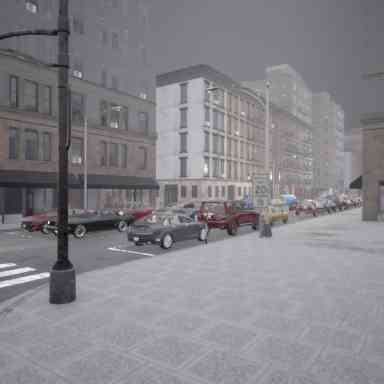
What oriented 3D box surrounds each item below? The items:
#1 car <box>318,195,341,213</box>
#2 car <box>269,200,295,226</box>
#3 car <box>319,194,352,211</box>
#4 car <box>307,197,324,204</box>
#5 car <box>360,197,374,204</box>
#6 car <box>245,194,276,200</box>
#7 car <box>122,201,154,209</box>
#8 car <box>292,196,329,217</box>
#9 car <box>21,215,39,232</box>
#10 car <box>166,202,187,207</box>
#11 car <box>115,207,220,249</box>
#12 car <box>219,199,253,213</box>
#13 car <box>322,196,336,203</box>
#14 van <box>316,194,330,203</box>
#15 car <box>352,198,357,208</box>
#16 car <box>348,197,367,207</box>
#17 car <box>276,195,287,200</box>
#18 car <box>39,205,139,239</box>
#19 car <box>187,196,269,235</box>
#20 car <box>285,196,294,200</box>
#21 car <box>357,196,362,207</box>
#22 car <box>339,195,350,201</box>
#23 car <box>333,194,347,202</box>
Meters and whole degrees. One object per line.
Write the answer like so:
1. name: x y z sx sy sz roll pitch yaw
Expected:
1. car: 14.662 1.474 36.706 1.967 1.590 4.097 0 0 35
2. car: 5.426 1.553 23.571 1.752 1.417 4.829 0 0 35
3. car: 17.774 1.351 41.131 2.192 1.841 5.009 0 0 35
4. car: 23.653 1.572 63.448 1.947 1.339 4.313 0 0 35
5. car: 33.329 1.614 63.258 1.947 1.339 4.313 0 0 35
6. car: 6.421 1.226 34.502 2.150 2.045 5.566 0 0 35
7. car: -4.347 1.427 23.621 1.967 1.590 4.097 0 0 35
8. car: 11.551 1.472 32.281 1.967 1.590 4.097 0 0 35
9. car: -7.459 1.530 19.197 1.887 1.381 4.507 0 0 35
10. car: 0.447 1.505 26.033 1.837 1.490 4.892 0 0 35
11. car: -0.894 1.575 14.581 2.008 1.369 4.403 0 0 35
12. car: 4.986 1.537 36.897 1.887 1.381 4.507 0 0 35
13. car: 29.876 1.555 72.299 1.887 1.381 4.507 0 0 35
14. van: 26.765 1.349 67.873 1.690 1.788 3.998 0 0 35
15. car: 20.884 1.620 45.557 1.802 1.307 4.206 0 0 35
16. car: 27.107 1.594 54.407 2.008 1.369 4.403 0 0 35
17. car: 11.111 1.522 45.608 1.752 1.417 4.829 0 0 35
18. car: -5.314 1.598 17.835 1.895 1.301 4.718 0 0 32
19. car: 2.218 1.341 19.006 2.192 1.841 5.009 0 0 35
20. car: 12.742 1.526 38.385 1.837 1.490 4.892 0 0 35
21. car: 23.995 1.607 49.982 1.947 1.339 4.313 0 0 35
22. car: 39.210 1.557 85.574 1.887 1.381 4.507 0 0 35
23. car: 36.100 1.327 81.149 2.192 1.841 5.009 0 0 35
